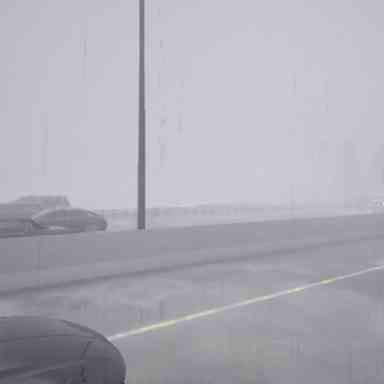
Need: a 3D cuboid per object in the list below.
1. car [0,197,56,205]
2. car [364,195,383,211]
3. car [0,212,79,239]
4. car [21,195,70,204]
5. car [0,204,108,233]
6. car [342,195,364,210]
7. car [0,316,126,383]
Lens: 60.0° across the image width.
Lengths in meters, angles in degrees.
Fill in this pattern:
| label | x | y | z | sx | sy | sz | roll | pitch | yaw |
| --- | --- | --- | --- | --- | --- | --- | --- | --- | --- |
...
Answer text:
| label | x | y | z | sx | sy | sz | roll | pitch | yaw |
| --- | --- | --- | --- | --- | --- | --- | --- | --- | --- |
| car | -10.214 | 1.361 | 18.202 | 4.553 | 1.767 | 2.097 | 0 | 0 | -35 |
| car | 25.411 | 1.403 | 43.571 | 5.566 | 2.045 | 2.150 | 0 | 0 | -35 |
| car | -6.861 | 1.606 | 11.995 | 4.718 | 1.301 | 1.895 | 0 | 0 | -36 |
| car | -10.813 | 1.237 | 22.076 | 5.566 | 2.045 | 2.150 | 0 | 0 | -35 |
| car | -6.658 | 1.521 | 16.439 | 4.892 | 1.490 | 1.837 | 0 | 0 | -35 |
| car | 23.276 | 1.402 | 46.345 | 5.566 | 2.045 | 2.150 | 0 | 0 | -35 |
| car | -2.781 | 1.472 | 1.755 | 5.008 | 1.535 | 1.882 | 0 | 0 | -36 |
